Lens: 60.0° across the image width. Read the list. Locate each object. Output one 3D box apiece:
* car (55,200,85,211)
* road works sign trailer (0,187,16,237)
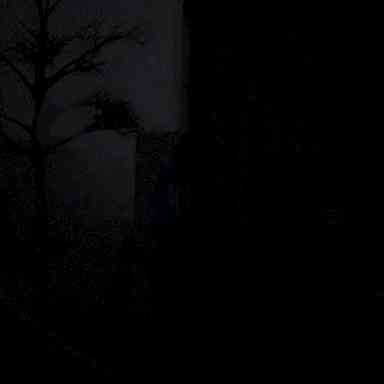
[{"bbox_3d":[-17.398,1.857,47.780,1.882,1.535,5.008,1,-1,18],"label":"car"},{"bbox_3d":[-9.224,0.985,13.379,3.560,2.380,2.880,0,28,-7],"label":"road works sign trailer"}]
